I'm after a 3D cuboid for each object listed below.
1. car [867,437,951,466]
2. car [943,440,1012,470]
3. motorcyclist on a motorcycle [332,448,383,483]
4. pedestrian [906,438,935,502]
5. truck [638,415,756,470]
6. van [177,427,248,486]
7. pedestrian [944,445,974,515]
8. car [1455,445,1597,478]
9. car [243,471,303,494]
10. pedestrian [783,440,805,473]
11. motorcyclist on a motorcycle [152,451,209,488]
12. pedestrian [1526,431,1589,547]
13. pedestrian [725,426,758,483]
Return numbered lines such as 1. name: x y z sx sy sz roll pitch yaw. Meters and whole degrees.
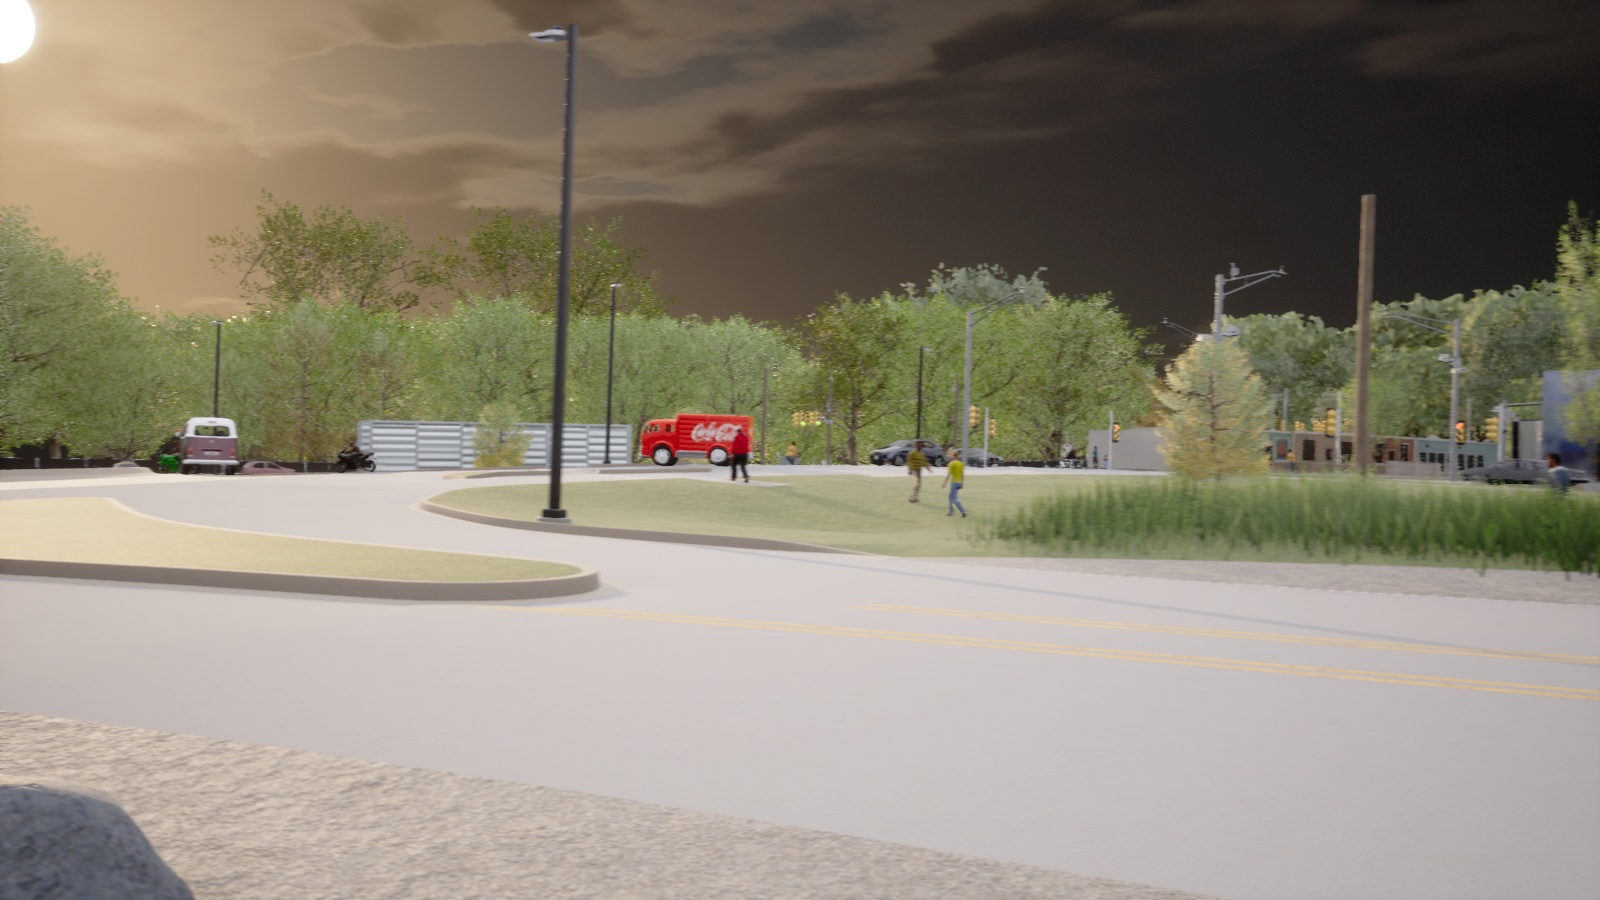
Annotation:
1. car: 5.710 0.049 65.715 4.193 1.474 1.816 0 0 -36
2. car: 12.228 0.377 86.702 2.242 1.667 4.611 1 -5 -31
3. motorcyclist on a motorcycle: -20.900 0.721 59.317 2.044 1.523 0.797 -3 0 1
4. pedestrian: 3.466 0.570 36.244 0.431 1.840 0.709 1 0 -37
5. truck: -4.809 -0.364 59.335 5.204 2.467 2.627 0 0 4
6. van: -21.506 0.279 45.850 2.069 2.038 4.480 1 -2 -28
7. pedestrian: 4.237 0.790 33.391 0.354 1.836 0.706 1 0 -39
8. car: 33.847 0.515 58.713 2.033 1.411 5.357 1 0 -32
9. car: -36.683 2.245 87.389 3.633 1.501 1.845 -1 1 -30
10. pedestrian: -0.364 0.383 71.762 0.900 1.855 0.874 1 0 -29
11. motorcyclist on a motorcycle: -26.626 0.837 54.017 2.044 1.523 0.797 -2 0 4
12. pedestrian: 13.037 0.660 21.616 0.423 1.949 0.788 1 0 -37
13. pedestrian: -1.890 0.145 40.583 0.634 1.844 0.899 1 0 -37
